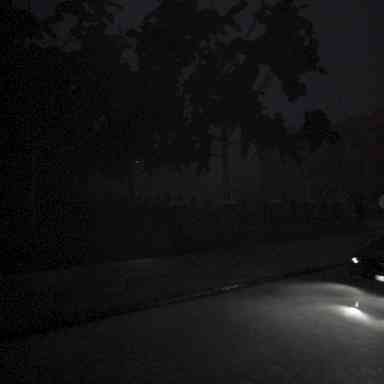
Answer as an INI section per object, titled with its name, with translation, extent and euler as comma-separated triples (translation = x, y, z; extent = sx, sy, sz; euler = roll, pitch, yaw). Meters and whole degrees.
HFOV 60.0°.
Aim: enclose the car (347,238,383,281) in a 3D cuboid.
[car]
translation = 6.568, 1.636, 9.235
extent = 5.357, 1.411, 2.033
euler = 1, 0, -35
